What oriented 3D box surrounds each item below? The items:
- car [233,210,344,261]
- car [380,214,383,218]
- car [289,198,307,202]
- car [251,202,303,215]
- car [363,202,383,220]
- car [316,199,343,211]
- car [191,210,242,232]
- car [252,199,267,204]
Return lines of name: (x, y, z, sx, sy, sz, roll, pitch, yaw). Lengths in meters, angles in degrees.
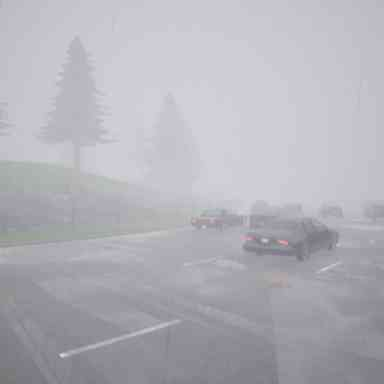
car: (4.001, 1.649, 12.791, 2.033, 1.411, 5.357, -1, -1, 40)
car: (9.130, 1.654, 13.484, 1.994, 1.385, 4.181, 0, -1, 37)
car: (11.260, 1.768, 37.042, 1.882, 1.535, 5.008, 0, 0, 14)
car: (5.175, 1.644, 20.548, 1.882, 1.535, 5.008, 0, 0, 32)
car: (16.829, 1.712, 29.829, 1.837, 1.490, 4.892, 0, 0, 15)
car: (14.033, 1.777, 33.720, 1.812, 1.442, 4.674, 0, 0, 15)
car: (1.930, 1.788, 21.729, 1.895, 1.301, 4.718, 0, -1, 33)
car: (7.904, 1.663, 38.109, 2.097, 1.767, 4.553, 0, -1, 14)
